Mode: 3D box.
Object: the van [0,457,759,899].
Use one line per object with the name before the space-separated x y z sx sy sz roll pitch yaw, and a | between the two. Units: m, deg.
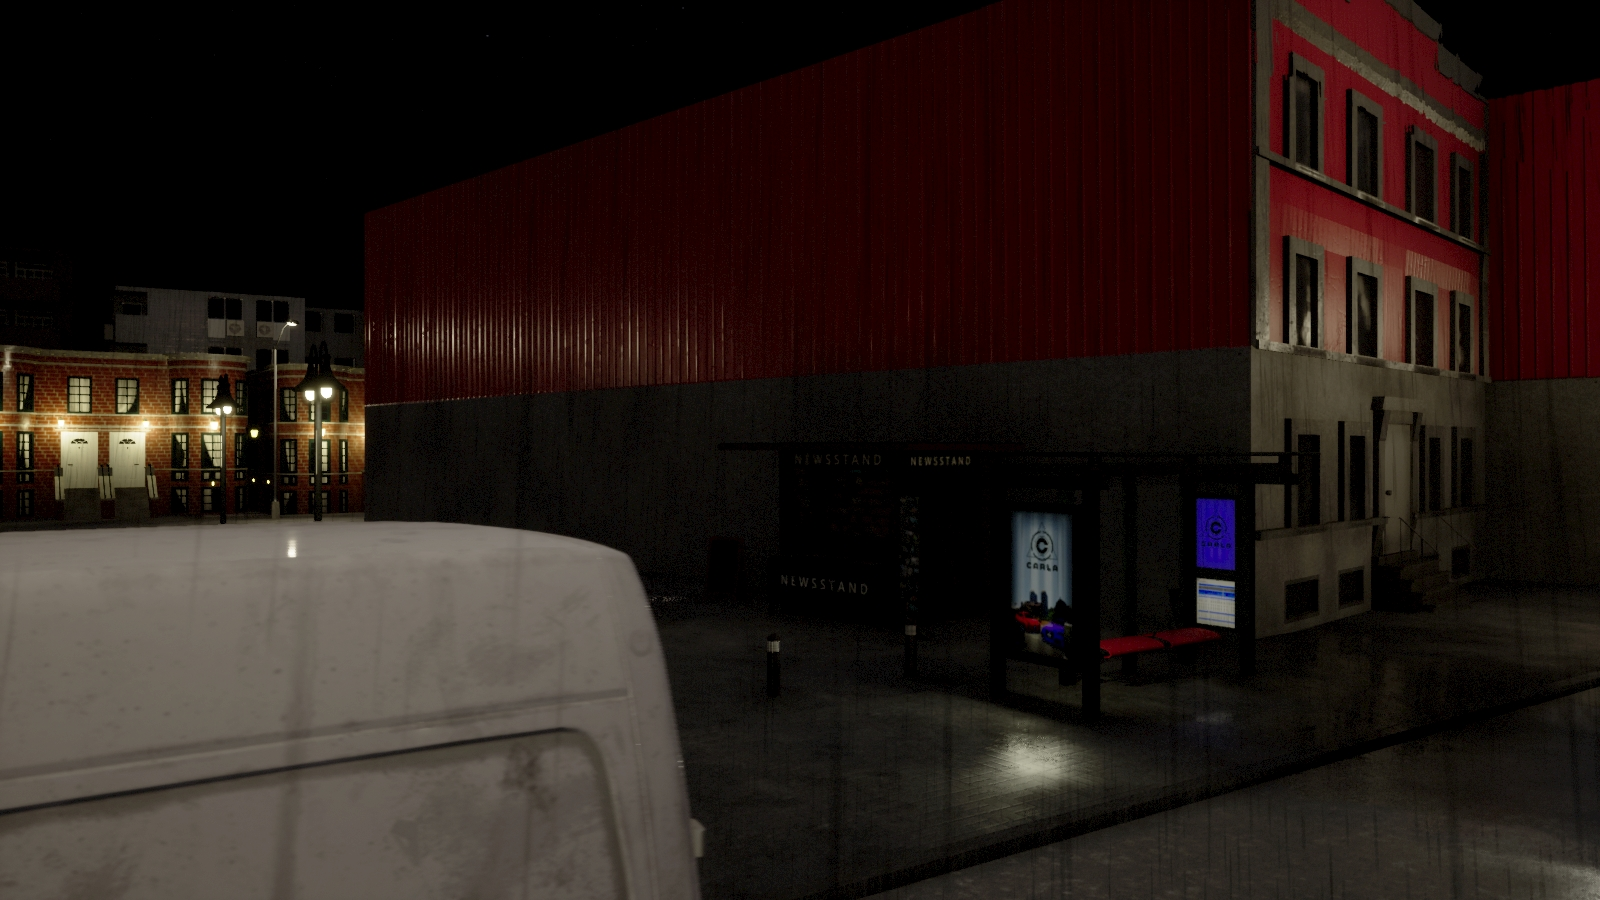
van | -3.103 1.314 2.234 5.915 2.561 1.988 0 0 -35
